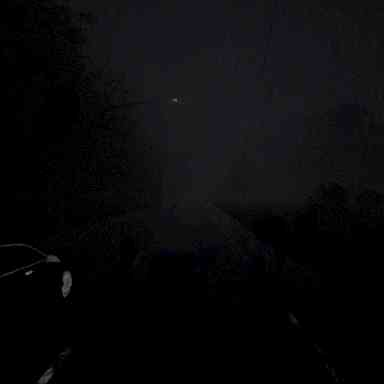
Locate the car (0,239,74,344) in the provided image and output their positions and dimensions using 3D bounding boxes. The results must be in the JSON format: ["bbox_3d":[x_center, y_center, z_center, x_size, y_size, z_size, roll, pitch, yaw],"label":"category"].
[{"bbox_3d":[-3.398,1.468,5.116,1.837,1.490,4.892,0,0,0],"label":"car"}]

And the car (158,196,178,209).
[{"bbox_3d":[-2.803,1.247,39.336,1.812,1.442,4.674,0,0,2],"label":"car"}]
